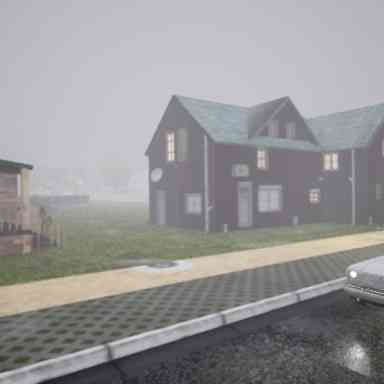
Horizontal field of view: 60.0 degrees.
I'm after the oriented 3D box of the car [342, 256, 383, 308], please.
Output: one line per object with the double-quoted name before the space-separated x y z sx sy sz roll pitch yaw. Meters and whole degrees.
"car" 5.095 1.569 6.704 4.718 1.301 1.895 0 0 -35
